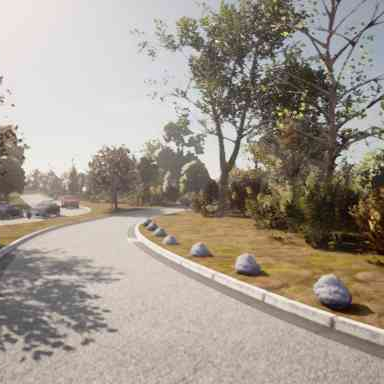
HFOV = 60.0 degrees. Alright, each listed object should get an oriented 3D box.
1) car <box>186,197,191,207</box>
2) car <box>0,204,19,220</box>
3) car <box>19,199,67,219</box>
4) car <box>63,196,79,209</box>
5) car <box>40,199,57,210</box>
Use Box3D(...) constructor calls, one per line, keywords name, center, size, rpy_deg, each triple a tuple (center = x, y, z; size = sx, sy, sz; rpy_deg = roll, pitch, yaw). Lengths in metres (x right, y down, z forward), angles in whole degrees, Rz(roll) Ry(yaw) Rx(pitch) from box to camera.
Box3D(name="car", center=(0.701, 1.569, 55.455), size=(2.097, 1.767, 4.553), rpy_deg=(0, 1, 21))
Box3D(name="car", center=(-17.766, 1.832, 31.397), size=(1.994, 1.385, 4.181), rpy_deg=(0, -1, 1))
Box3D(name="car", center=(-14.516, 1.780, 32.784), size=(2.128, 1.511, 4.902), rpy_deg=(0, -1, -1))
Box3D(name="car", center=(-19.851, 1.605, 54.191), size=(2.150, 2.045, 5.566), rpy_deg=(0, 0, -28))
Box3D(name="car", center=(-22.770, 1.941, 52.764), size=(2.033, 1.411, 5.357), rpy_deg=(0, 0, -28))
